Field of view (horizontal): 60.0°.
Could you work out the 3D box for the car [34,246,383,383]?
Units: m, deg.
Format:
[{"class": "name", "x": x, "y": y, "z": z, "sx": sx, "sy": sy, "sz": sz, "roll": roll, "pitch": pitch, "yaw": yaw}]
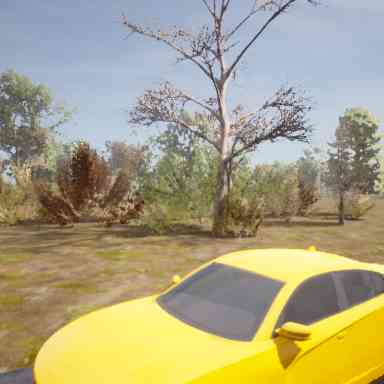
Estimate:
[{"class": "car", "x": 0.883, "y": 1.477, "z": 3.889, "sx": 5.008, "sy": 1.535, "sz": 1.882, "roll": 0, "pitch": 0, "yaw": -34}]
